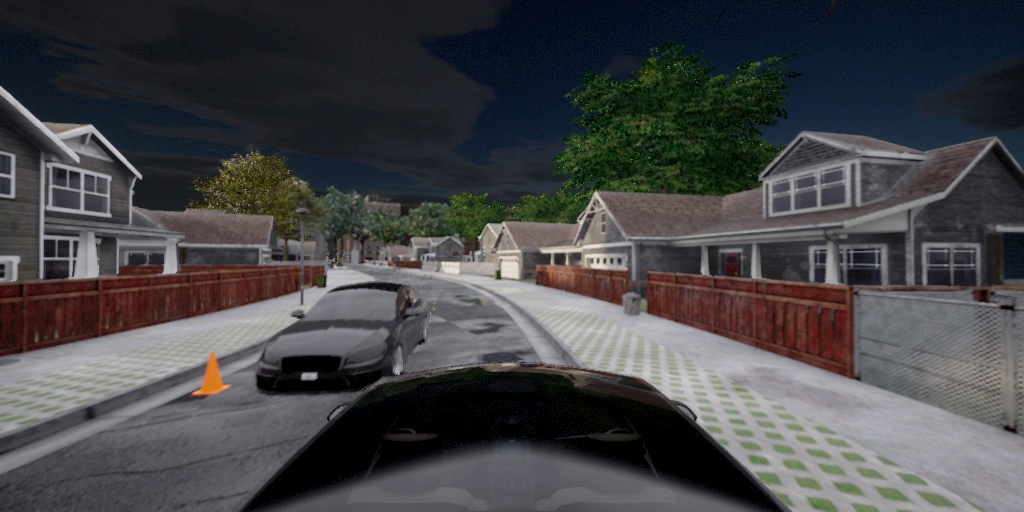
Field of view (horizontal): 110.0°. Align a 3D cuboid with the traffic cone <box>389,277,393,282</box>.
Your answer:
[{"bbox_3d":[-8.184,1.929,24.429,0.340,0.580,0.340,0,0,-18],"label":"traffic cone"}]

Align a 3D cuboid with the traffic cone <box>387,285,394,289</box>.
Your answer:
[{"bbox_3d":[-6.835,1.884,19.774,0.340,0.580,0.340,0,0,-14],"label":"traffic cone"}]

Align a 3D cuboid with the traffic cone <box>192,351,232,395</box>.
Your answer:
[{"bbox_3d":[-4.546,1.745,5.437,0.340,0.580,0.340,0,0,-4],"label":"traffic cone"}]

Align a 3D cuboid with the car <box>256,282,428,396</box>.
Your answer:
[{"bbox_3d":[-2.802,1.308,6.995,1.837,1.490,4.892,0,-1,-5],"label":"car"}]
